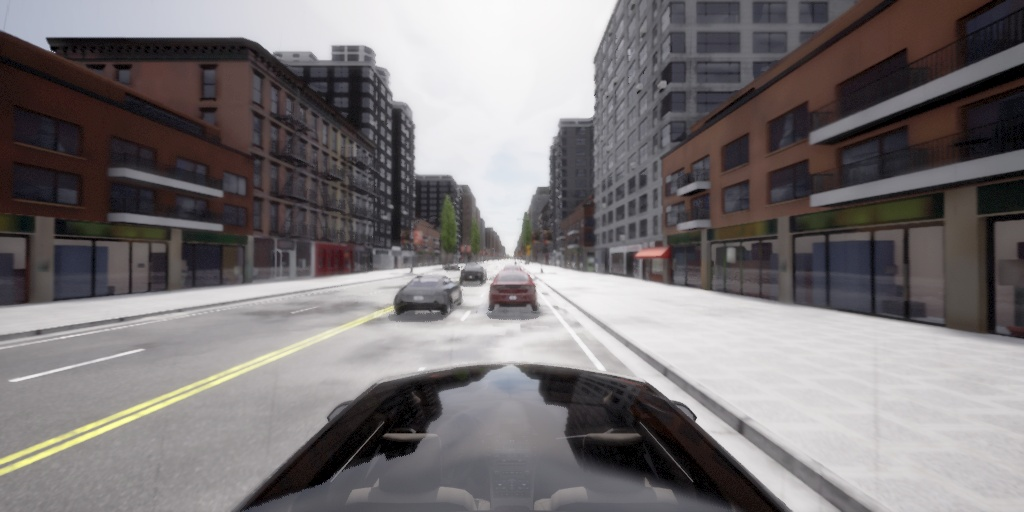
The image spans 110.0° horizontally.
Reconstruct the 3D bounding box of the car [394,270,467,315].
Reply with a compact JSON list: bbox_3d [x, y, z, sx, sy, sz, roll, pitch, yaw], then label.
[{"bbox_3d":[-3.203,1.438,14.377,1.994,1.385,4.181,0,0,0],"label":"car"}]

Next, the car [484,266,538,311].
[{"bbox_3d":[0.056,1.360,15.357,1.882,1.535,5.008,0,0,0],"label":"car"}]

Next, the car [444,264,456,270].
[{"bbox_3d":[-9.804,1.889,58.573,1.895,1.301,4.718,0,0,1],"label":"car"}]

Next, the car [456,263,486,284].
[{"bbox_3d":[-3.195,1.504,30.401,1.882,1.535,5.008,0,0,0],"label":"car"}]
